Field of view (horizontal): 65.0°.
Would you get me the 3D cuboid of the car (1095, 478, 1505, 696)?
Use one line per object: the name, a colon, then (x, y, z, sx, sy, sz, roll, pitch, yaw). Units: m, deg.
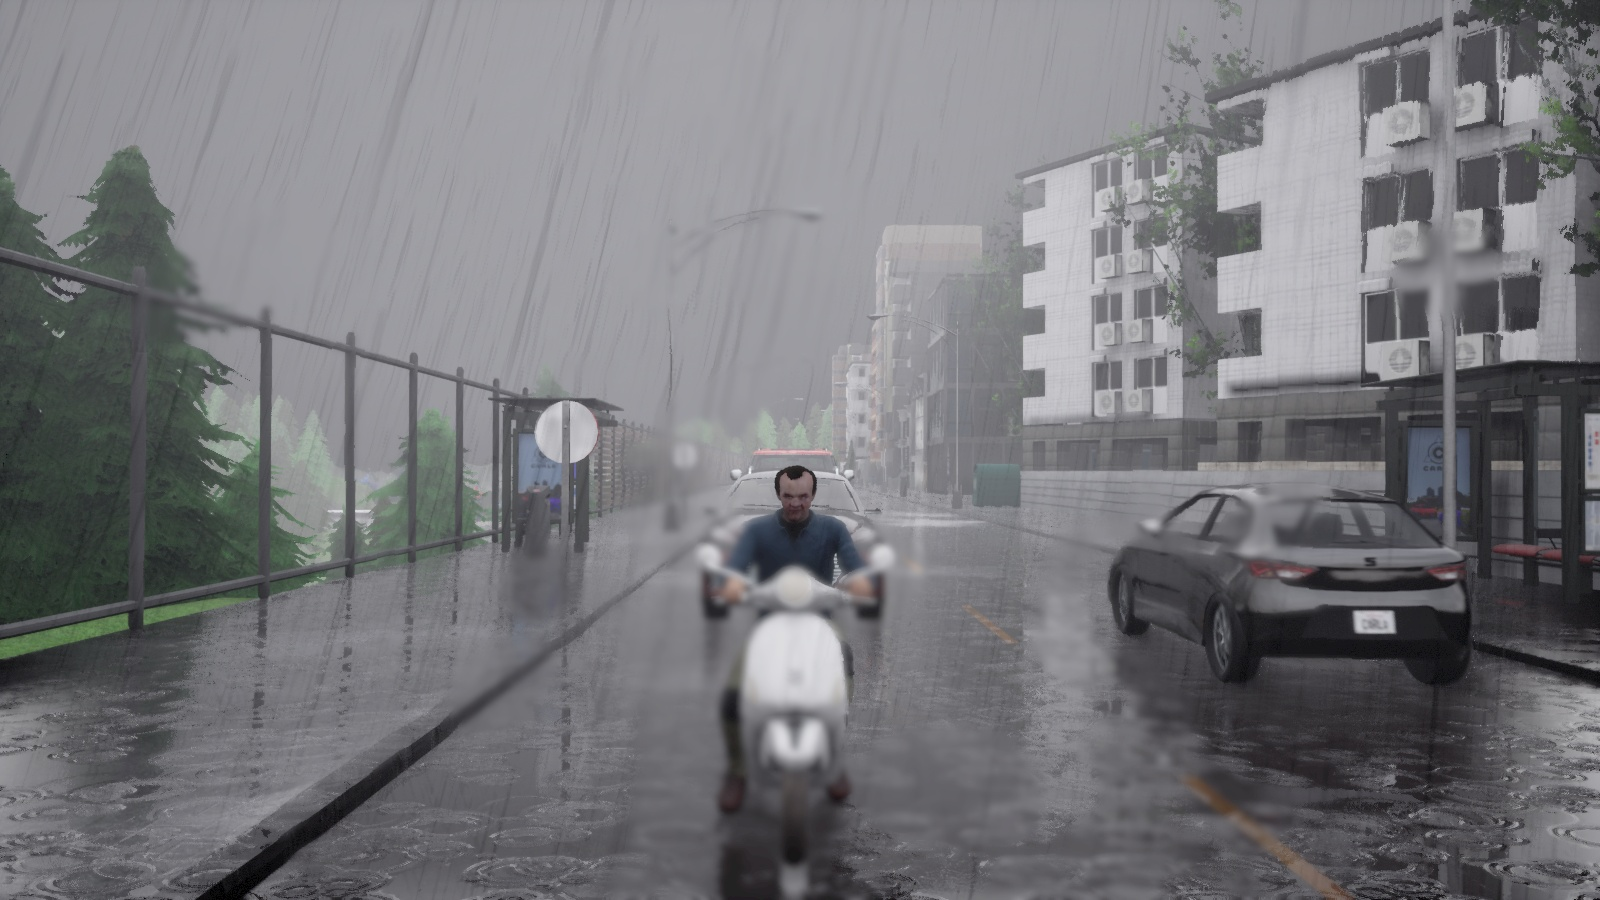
car: (3.954, 0.993, 10.793, 1.816, 1.474, 4.193, 0, -1, 0)

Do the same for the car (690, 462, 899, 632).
car: (-0.070, 0.991, 14.704, 2.033, 1.649, 4.856, 0, -1, 0)

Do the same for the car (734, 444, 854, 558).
car: (-0.143, 0.960, 25.459, 2.150, 2.045, 5.566, 0, -1, -1)

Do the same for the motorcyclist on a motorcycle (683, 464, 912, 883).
motorcyclist on a motorcycle: (-0.014, 0.864, 5.695, 0.866, 1.590, 1.817, 0, -1, 0)
